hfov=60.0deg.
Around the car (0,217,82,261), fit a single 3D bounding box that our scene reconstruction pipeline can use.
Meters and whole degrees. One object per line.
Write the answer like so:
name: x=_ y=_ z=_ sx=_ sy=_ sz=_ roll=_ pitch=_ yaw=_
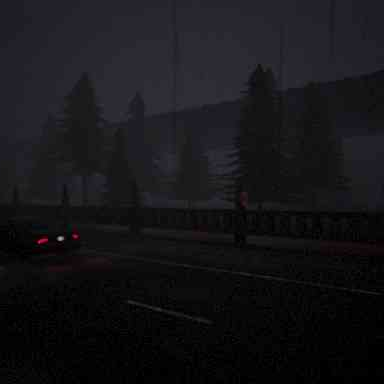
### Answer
car: x=-6.524 y=1.669 z=12.833 sx=5.357 sy=1.411 sz=2.033 roll=-1 pitch=0 yaw=36
